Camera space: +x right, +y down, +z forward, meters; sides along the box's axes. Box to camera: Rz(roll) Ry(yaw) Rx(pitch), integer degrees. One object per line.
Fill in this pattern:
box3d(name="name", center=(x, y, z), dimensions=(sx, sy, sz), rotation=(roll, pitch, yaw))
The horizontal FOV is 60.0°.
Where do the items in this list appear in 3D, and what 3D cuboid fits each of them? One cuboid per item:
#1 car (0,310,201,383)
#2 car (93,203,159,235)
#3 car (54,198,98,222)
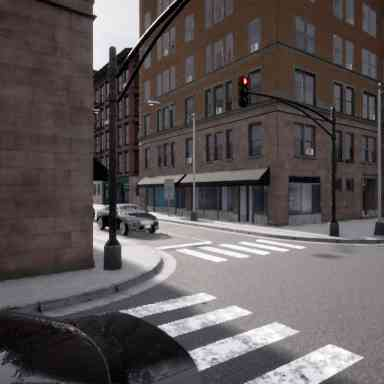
box3d(name="car", center=(-2.219, 1.478, 1.368), dimensions=(5.008, 1.535, 1.882), rotation=(0, 0, -35))
box3d(name="car", center=(-3.624, 1.395, 18.153), dimensions=(2.128, 1.511, 4.902), rotation=(0, 0, -37))
box3d(name="car", center=(-9.110, 1.323, 25.863), dimensions=(1.882, 1.535, 5.008), rotation=(0, 0, -36))
